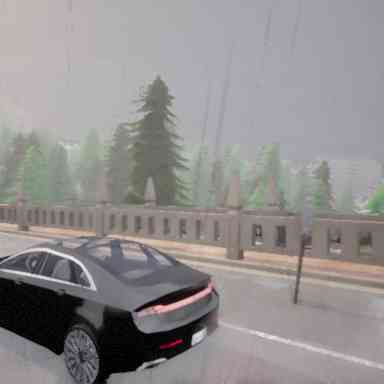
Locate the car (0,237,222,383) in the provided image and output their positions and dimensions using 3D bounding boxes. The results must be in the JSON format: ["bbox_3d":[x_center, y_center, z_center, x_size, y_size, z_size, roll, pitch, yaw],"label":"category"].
[{"bbox_3d":[-1.882,1.487,5.336,4.902,1.511,2.128,0,0,36],"label":"car"}]
